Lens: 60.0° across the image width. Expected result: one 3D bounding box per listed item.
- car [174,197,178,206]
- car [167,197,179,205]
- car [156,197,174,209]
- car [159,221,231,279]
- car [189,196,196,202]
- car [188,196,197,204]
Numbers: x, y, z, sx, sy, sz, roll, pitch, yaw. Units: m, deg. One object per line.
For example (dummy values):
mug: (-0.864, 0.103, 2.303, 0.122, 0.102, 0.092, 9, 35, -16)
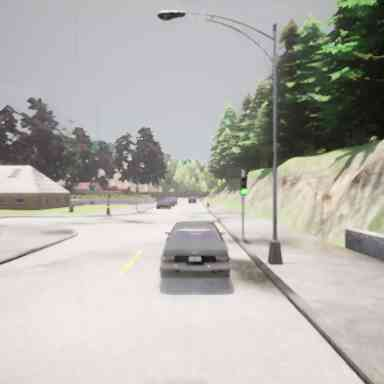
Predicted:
car: (-3.998, 1.741, 58.395, 1.882, 1.535, 5.008, 0, 0, 1)
car: (-3.921, 1.807, 68.486, 2.128, 1.511, 4.902, 0, 0, 0)
car: (-4.040, 1.782, 48.391, 1.994, 1.385, 4.181, 0, 0, 0)
car: (0.088, 1.594, 10.132, 2.033, 1.411, 5.357, 0, 0, 0)
car: (0.097, 1.783, 83.384, 1.812, 1.442, 4.674, 0, 0, 0)
car: (0.085, 1.844, 73.023, 2.128, 1.511, 4.902, 0, 0, 0)
